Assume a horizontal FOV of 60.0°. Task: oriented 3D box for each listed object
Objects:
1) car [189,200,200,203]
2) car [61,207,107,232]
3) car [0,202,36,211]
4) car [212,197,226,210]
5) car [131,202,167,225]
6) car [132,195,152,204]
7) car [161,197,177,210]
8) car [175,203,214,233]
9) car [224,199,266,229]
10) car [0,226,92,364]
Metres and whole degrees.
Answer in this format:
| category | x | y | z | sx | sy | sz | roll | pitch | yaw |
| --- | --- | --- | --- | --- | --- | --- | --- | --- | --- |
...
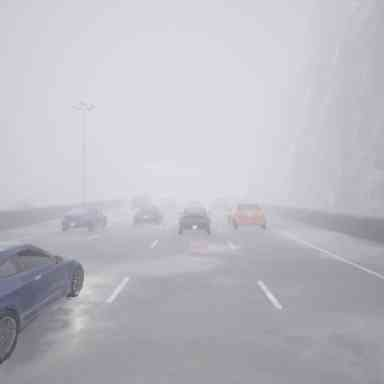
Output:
| category | x | y | z | sx | sy | sz | roll | pitch | yaw |
| --- | --- | --- | --- | --- | --- | --- | --- | --- | --- |
| car | 0.327 | 1.722 | 41.777 | 2.033 | 1.411 | 5.357 | 0 | 0 | 0 |
| car | -6.842 | 1.692 | 21.422 | 1.812 | 1.442 | 4.674 | 0 | 0 | 0 |
| car | -17.339 | 1.718 | 33.464 | 1.812 | 1.442 | 4.674 | 0 | 0 | 0 |
| car | 3.855 | 1.510 | 45.448 | 2.097 | 1.767 | 4.553 | 0 | 0 | 0 |
| car | -3.297 | 1.748 | 26.037 | 1.994 | 1.385 | 4.181 | 0 | 0 | 0 |
| car | -6.652 | 1.387 | 44.573 | 2.150 | 2.045 | 5.566 | 0 | 0 | 0 |
| car | -3.145 | 1.511 | 45.485 | 2.097 | 1.767 | 4.553 | 0 | 0 | 0 |
| car | 0.165 | 1.668 | 20.686 | 1.837 | 1.490 | 4.892 | 0 | 0 | 0 |
| car | 3.683 | 1.526 | 23.113 | 2.097 | 1.767 | 4.553 | 0 | 0 | 0 |
| car | -3.412 | 1.585 | 5.764 | 1.812 | 1.442 | 4.674 | 0 | 0 | 0 |
